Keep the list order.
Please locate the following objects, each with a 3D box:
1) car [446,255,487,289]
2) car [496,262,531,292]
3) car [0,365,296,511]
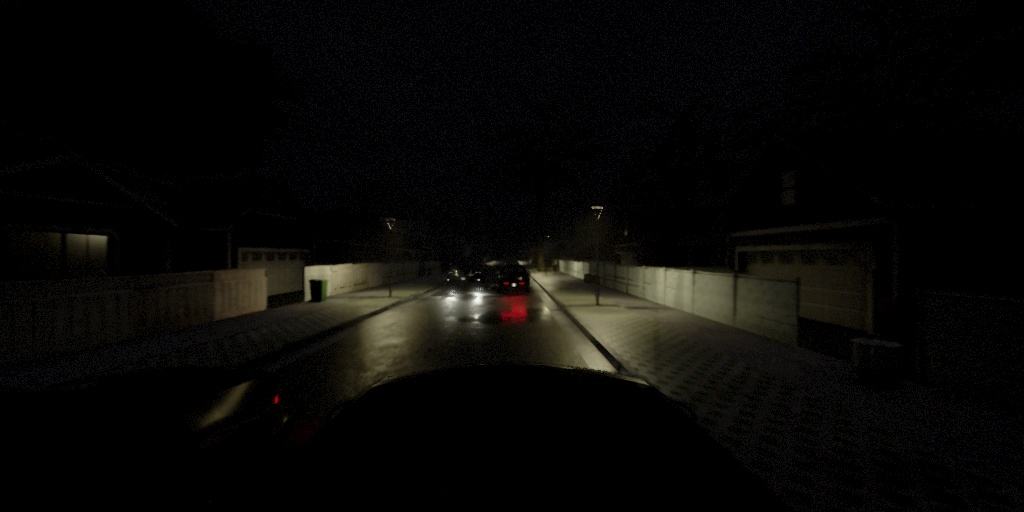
[{"bbox_3d":[-2.853,0.981,23.722,2.150,2.045,5.566,0,0,0],"label":"car"},{"bbox_3d":[0.096,1.265,21.468,1.837,1.490,4.892,0,0,0],"label":"car"},{"bbox_3d":[-2.842,1.297,0.799,2.033,1.411,5.357,0,0,0],"label":"car"}]
